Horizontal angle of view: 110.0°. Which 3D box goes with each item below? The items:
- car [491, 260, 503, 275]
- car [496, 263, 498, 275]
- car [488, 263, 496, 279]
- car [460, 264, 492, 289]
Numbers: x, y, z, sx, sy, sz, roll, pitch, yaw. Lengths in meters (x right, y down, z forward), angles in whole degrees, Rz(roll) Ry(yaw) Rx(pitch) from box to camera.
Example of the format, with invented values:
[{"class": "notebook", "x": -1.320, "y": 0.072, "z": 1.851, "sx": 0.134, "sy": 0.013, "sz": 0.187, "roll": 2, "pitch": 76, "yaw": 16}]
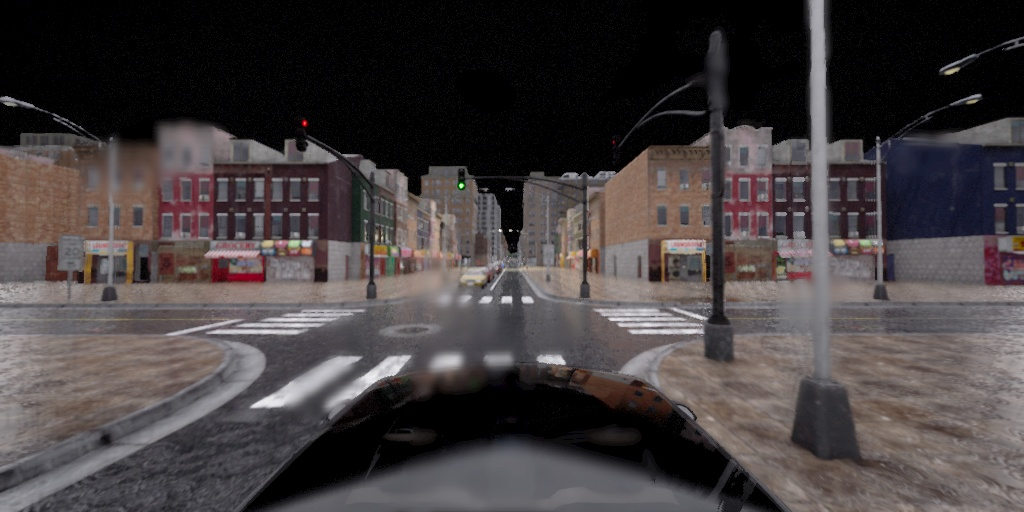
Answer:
[{"class": "car", "x": -2.644, "y": 1.638, "z": 47.927, "sx": 1.967, "sy": 1.591, "sz": 4.097, "roll": 0, "pitch": 0, "yaw": 0}, {"class": "car", "x": -2.642, "y": 1.661, "z": 36.717, "sx": 1.802, "sy": 1.307, "sz": 4.207, "roll": 0, "pitch": 0, "yaw": 0}, {"class": "car", "x": -2.641, "y": 1.568, "z": 31.112, "sx": 1.888, "sy": 1.381, "sz": 4.507, "roll": 0, "pitch": 0, "yaw": 0}, {"class": "car", "x": -2.640, "y": 1.493, "z": 25.338, "sx": 1.751, "sy": 1.417, "sz": 4.829, "roll": 0, "pitch": 0, "yaw": 0}]
